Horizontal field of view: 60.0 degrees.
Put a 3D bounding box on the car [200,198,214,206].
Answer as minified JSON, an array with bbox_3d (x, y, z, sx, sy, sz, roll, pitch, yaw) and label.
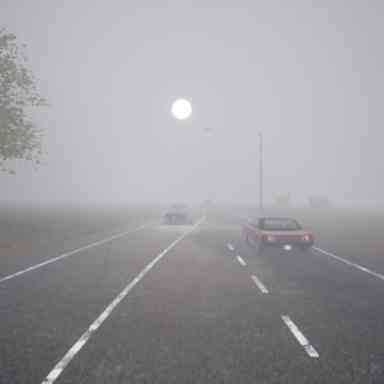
[{"bbox_3d":[3.105,1.938,64.223,1.837,1.490,4.892,0,0,0],"label":"car"}]

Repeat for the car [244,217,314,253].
[{"bbox_3d":[3.403,1.701,14.071,1.895,1.301,4.718,0,0,0],"label":"car"}]

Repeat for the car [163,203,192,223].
[{"bbox_3d":[-1.140,1.659,27.539,1.882,1.535,5.008,0,0,6],"label":"car"}]
